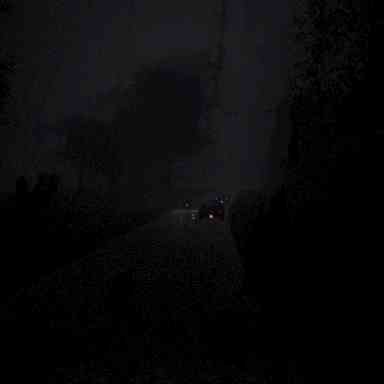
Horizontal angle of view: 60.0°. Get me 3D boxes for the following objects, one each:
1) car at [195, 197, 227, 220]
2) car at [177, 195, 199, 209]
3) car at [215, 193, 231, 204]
[{"bbox_3d":[1.604,1.376,25.943,1.895,1.301,4.718,0,2,6],"label":"car"},{"bbox_3d":[-0.220,1.036,34.594,1.994,1.385,4.181,2,2,8],"label":"car"},{"bbox_3d":[3.965,0.725,42.792,1.895,1.301,4.718,1,3,9],"label":"car"}]
